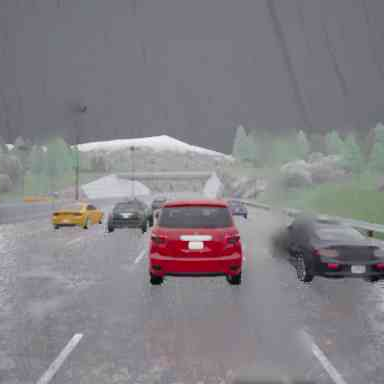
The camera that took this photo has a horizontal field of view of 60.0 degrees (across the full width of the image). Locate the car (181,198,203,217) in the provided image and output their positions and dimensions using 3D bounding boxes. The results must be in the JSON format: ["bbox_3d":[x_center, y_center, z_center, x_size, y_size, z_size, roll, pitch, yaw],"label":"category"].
[{"bbox_3d":[0.023,1.376,31.149,1.882,1.535,5.008,0,0,0],"label":"car"}]

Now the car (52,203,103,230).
[{"bbox_3d":[-6.950,1.417,20.767,1.882,1.535,5.008,0,0,0],"label":"car"}]

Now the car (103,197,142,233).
[{"bbox_3d":[-3.445,1.292,19.485,2.097,1.767,4.553,0,0,0],"label":"car"}]

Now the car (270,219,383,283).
[{"bbox_3d":[3.578,1.491,9.467,1.812,1.442,4.674,0,0,0],"label":"car"}]

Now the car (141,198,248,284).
[{"bbox_3d":[0.078,1.190,9.592,2.150,2.045,5.566,0,0,0],"label":"car"}]

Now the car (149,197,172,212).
[{"bbox_3d":[-3.493,1.372,37.784,2.128,1.511,4.902,0,0,0],"label":"car"}]

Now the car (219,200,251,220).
[{"bbox_3d":[3.530,1.451,28.492,2.033,1.411,5.357,0,0,0],"label":"car"}]

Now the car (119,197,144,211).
[{"bbox_3d":[-6.996,1.373,38.945,2.128,1.511,4.902,0,0,0],"label":"car"}]
